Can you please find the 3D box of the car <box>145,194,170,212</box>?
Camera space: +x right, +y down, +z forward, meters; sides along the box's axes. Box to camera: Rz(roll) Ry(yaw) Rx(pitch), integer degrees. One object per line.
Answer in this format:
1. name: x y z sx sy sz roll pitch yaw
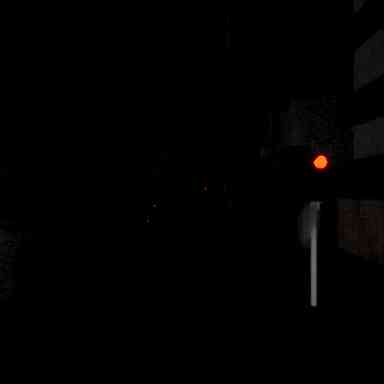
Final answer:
1. car: -4.154 1.211 39.647 2.150 2.045 5.566 0 0 0
